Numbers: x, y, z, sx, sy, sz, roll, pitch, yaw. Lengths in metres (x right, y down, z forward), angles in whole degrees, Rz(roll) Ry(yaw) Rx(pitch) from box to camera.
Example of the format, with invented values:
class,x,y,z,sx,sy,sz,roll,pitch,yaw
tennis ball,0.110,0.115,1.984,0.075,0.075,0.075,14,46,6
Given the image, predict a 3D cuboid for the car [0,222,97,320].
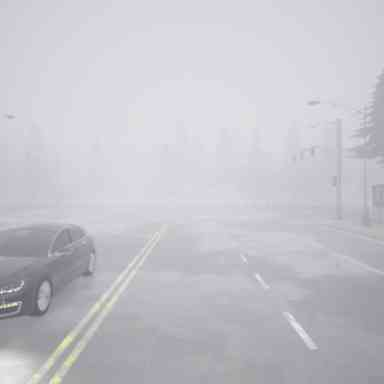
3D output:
class,x,y,z,sx,sy,sz,roll,pitch,yaw
car,-3.583,1.504,7.542,1.837,1.490,4.892,0,0,0
